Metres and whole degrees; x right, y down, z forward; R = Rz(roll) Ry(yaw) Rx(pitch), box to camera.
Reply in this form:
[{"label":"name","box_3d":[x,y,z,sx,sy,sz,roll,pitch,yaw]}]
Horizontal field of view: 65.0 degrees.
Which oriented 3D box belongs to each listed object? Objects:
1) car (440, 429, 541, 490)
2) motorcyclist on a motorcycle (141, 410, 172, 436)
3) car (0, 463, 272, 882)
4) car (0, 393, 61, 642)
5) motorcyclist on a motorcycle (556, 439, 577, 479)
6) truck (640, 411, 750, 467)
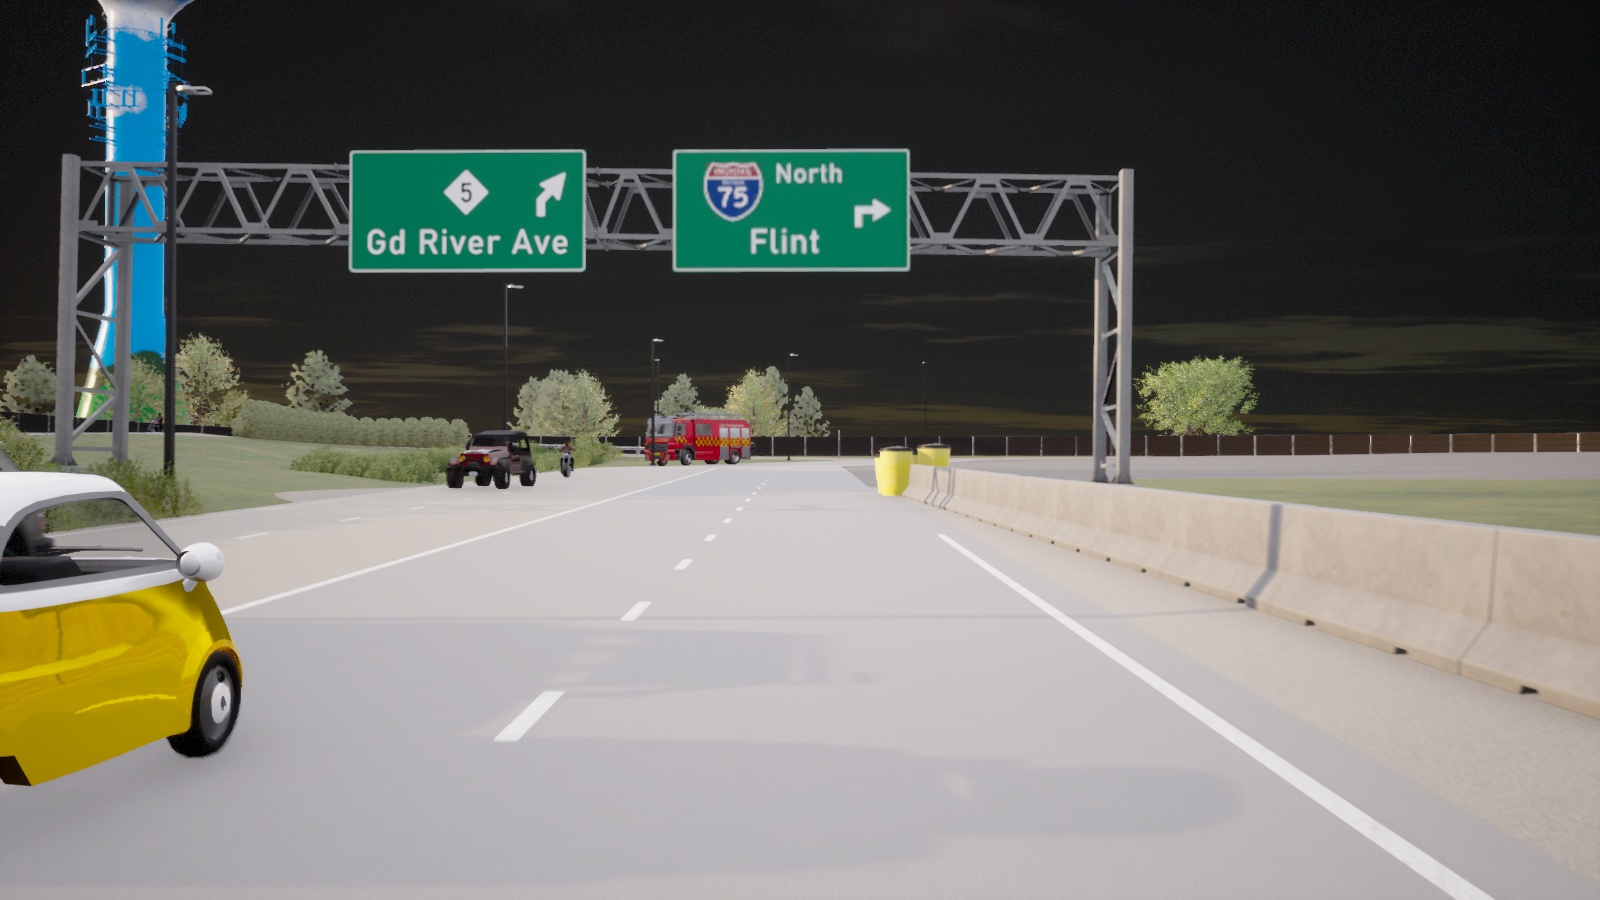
[{"label":"car","box_3d":[-10.056,0.279,41.079,1.905,1.878,3.866,0,0,8]},{"label":"motorcyclist on a motorcycle","box_3d":[-42.604,-1.779,83.134,0.766,1.649,2.350,0,-2,2]},{"label":"car","box_3d":[-3.454,0.769,5.331,1.481,1.376,2.207,0,1,0]},{"label":"car","box_3d":[-6.939,0.510,7.832,1.932,1.855,4.605,0,0,0]},{"label":"motorcyclist on a motorcycle","box_3d":[-9.917,0.360,53.364,0.766,1.649,2.350,0,1,-8]},{"label":"truck","box_3d":[-7.483,-0.775,90.799,2.891,3.827,8.468,0,0,39]}]
